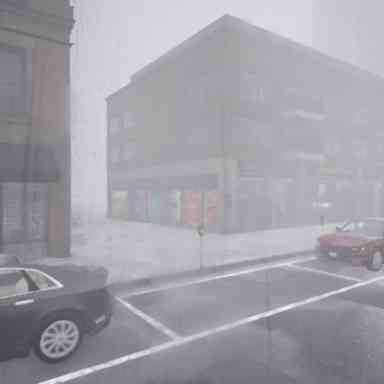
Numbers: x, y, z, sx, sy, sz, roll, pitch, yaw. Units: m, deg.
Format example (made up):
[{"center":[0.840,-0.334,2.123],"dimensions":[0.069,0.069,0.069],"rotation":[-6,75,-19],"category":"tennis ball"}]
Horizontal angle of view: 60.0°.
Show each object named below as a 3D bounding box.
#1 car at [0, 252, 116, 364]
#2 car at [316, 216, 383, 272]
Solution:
[{"center":[-3.197,1.552,4.252],"dimensions":[4.403,1.369,2.008],"rotation":[0,0,-36],"category":"car"},{"center":[5.799,1.504,10.670],"dimensions":[4.507,1.381,1.887],"rotation":[0,0,-36],"category":"car"}]
